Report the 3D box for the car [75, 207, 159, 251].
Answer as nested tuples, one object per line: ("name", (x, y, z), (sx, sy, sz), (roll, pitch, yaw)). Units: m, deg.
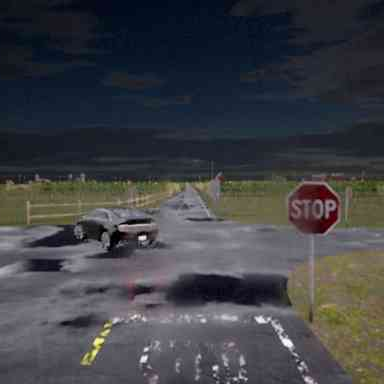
("car", (-3.201, 1.344, 13.509), (2.128, 1.511, 4.902), (0, 1, -37))
